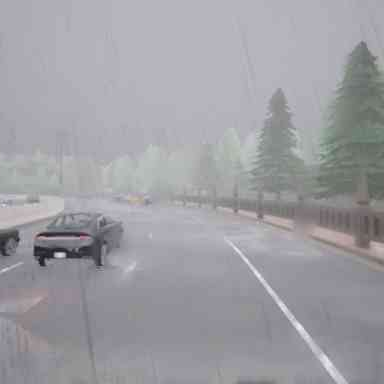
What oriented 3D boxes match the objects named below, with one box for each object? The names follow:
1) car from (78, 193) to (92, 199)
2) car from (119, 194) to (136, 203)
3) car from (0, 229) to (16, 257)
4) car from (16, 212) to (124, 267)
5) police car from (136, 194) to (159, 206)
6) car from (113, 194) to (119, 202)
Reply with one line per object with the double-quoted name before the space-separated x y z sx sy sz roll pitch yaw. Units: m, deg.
"car" -25.503 0.933 79.285 2.128 1.511 4.902 0 0 -41
"car" -10.742 1.127 58.527 1.801 1.575 5.366 0 0 -27
"car" -6.962 1.546 9.691 1.895 1.301 4.718 0 0 -1
"car" -3.513 1.428 11.125 2.128 1.511 4.902 0 0 -1
"police car" -6.281 1.153 48.422 1.930 1.638 5.238 0 0 -21
"car" -13.775 1.117 64.153 1.882 1.535 5.008 0 0 -30
